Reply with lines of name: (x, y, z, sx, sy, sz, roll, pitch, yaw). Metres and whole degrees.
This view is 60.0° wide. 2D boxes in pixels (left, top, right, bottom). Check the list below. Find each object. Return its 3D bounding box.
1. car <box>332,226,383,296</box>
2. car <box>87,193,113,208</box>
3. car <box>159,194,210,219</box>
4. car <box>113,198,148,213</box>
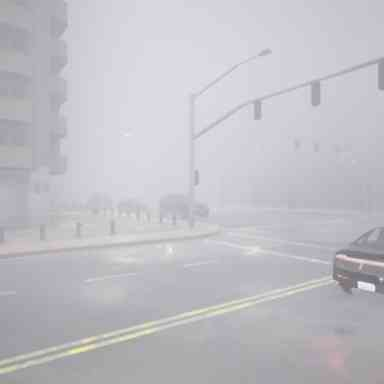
car: (5.102, 1.496, 7.489, 4.902, 1.511, 2.128, 0, 0, -37)
car: (-12.625, 1.179, 45.564, 2.150, 2.045, 5.566, 0, 0, -34)
car: (-0.804, 1.179, 28.750, 2.150, 2.045, 5.566, 0, 0, -36)
car: (-6.591, 1.435, 36.907, 1.882, 1.535, 5.008, 0, 0, -35)
